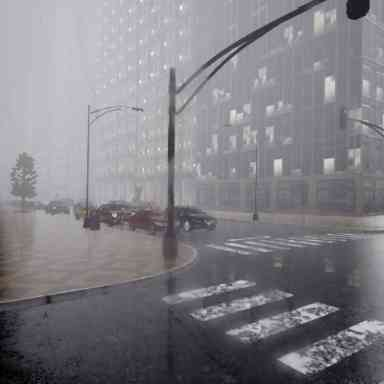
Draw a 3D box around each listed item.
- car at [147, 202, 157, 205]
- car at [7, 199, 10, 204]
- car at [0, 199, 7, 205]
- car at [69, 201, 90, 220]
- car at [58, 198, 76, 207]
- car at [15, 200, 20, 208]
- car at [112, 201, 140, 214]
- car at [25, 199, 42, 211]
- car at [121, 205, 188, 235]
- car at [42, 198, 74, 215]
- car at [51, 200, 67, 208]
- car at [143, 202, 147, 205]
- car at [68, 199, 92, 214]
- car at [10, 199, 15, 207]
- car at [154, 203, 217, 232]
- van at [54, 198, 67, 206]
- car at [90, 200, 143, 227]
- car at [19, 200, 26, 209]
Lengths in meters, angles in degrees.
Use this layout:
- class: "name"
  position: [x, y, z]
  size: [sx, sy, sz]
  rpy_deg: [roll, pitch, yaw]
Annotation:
- class: "car"
  position: [-5.218, 1.834, 38.122]
  size: [1.967, 1.590, 4.097]
  rpy_deg: [1, -1, -35]
- class: "car"
  position: [-34.912, 2.210, 65.893]
  size: [1.802, 1.307, 4.206]
  rpy_deg: [1, -1, -35]
- class: "car"
  position: [-41.436, 2.288, 75.202]
  size: [2.008, 1.369, 4.403]
  rpy_deg: [1, -1, -35]
- class: "car"
  position: [-8.721, 1.714, 28.520]
  size: [1.752, 1.417, 4.829]
  rpy_deg: [1, -1, -35]
- class: "car"
  position: [-24.787, 2.037, 66.049]
  size: [2.192, 1.841, 5.009]
  rpy_deg: [1, -1, -35]
- class: "car"
  position: [-28.389, 2.063, 56.585]
  size: [1.887, 1.381, 4.507]
  rpy_deg: [1, -1, -35]
- class: "car"
  position: [-8.577, 1.975, 42.914]
  size: [1.752, 1.417, 4.829]
  rpy_deg: [1, -1, -35]
- class: "car"
  position: [-21.865, 1.960, 47.276]
  size: [2.008, 1.369, 4.403]
  rpy_deg: [1, -1, -35]
- class: "car"
  position: [-2.296, 1.663, 19.350]
  size: [1.802, 1.307, 4.206]
  rpy_deg: [1, -1, -35]
- class: "car"
  position: [-15.342, 1.740, 37.969]
  size: [1.967, 1.590, 4.097]
  rpy_deg: [1, -1, -35]
- class: "car"
  position: [-24.365, 2.160, 60.944]
  size: [1.812, 1.442, 4.674]
  rpy_deg: [1, -2, -34]
- class: "car"
  position: [-6.117, 1.731, 29.333]
  size: [1.837, 1.490, 4.892]
  rpy_deg: [1, -1, -35]
- class: "car"
  position: [-12.040, 1.818, 37.805]
  size: [2.128, 1.511, 4.902]
  rpy_deg: [1, -1, -35]
- class: "car"
  position: [-31.651, 2.124, 61.238]
  size: [2.008, 1.369, 4.403]
  rpy_deg: [1, -1, -35]
- class: "car"
  position: [-0.349, 1.635, 21.099]
  size: [1.837, 1.490, 4.892]
  rpy_deg: [1, -1, -33]
- class: "van"
  position: [-28.049, 2.118, 70.703]
  size: [1.690, 1.788, 3.998]
  rpy_deg: [1, -1, -35]
- class: "car"
  position: [-5.557, 1.575, 24.006]
  size: [1.967, 1.590, 4.097]
  rpy_deg: [1, -1, -35]
- class: "car"
  position: [-25.127, 2.030, 51.930]
  size: [1.947, 1.339, 4.313]
  rpy_deg: [1, -1, -35]
